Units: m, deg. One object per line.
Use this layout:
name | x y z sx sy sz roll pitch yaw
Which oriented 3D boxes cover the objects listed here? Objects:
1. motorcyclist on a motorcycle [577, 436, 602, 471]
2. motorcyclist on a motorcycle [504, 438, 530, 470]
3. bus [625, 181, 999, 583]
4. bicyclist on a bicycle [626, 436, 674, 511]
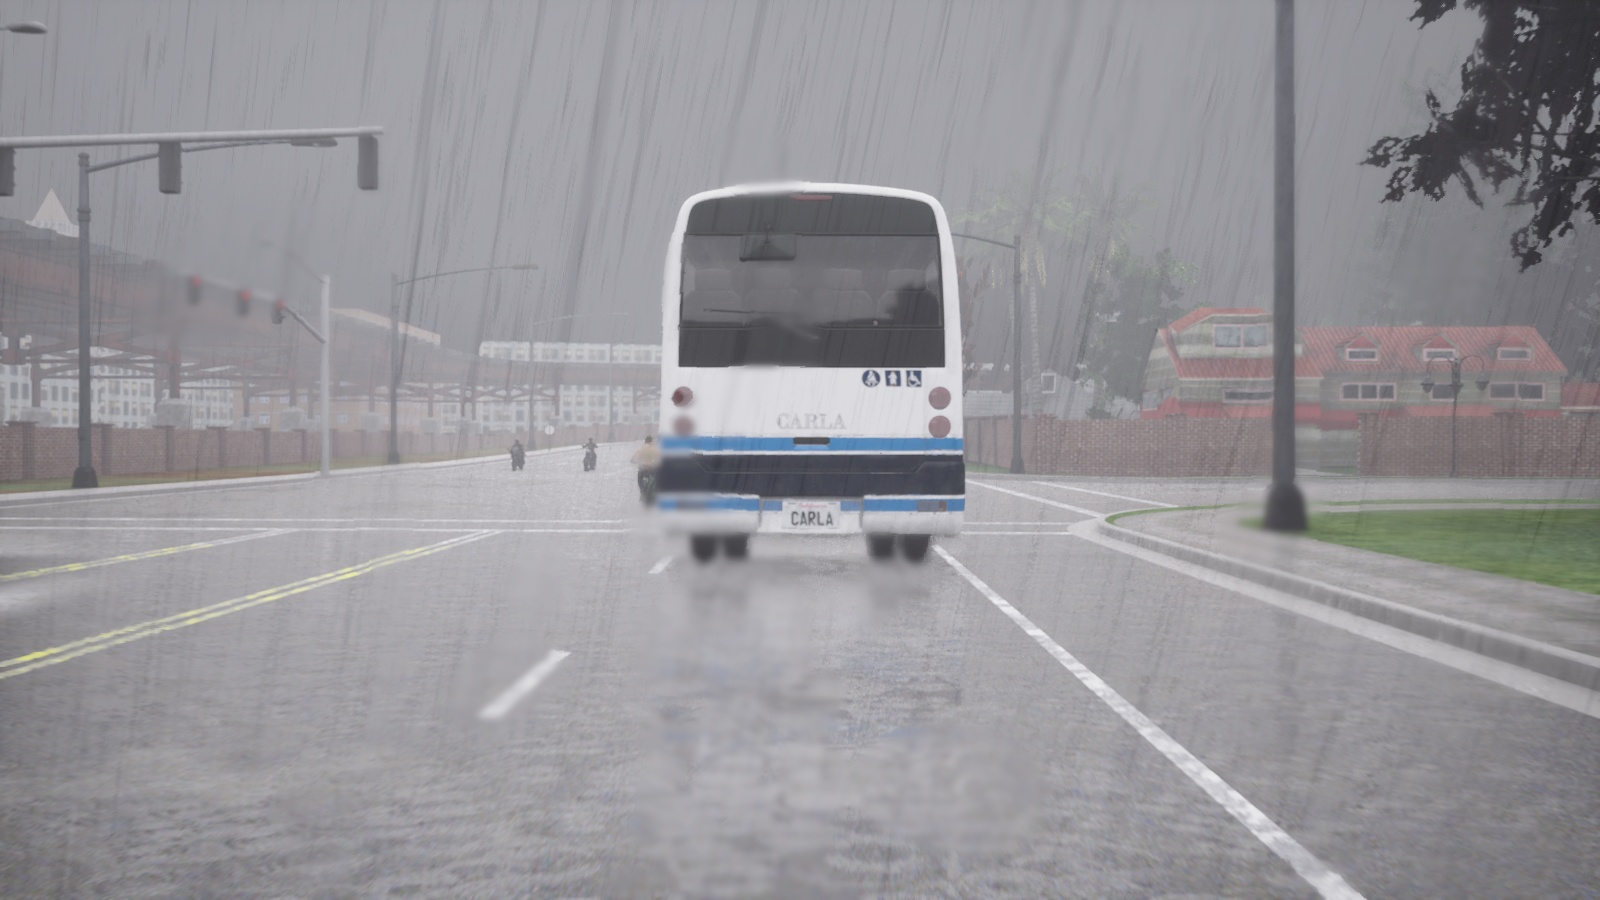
motorcyclist on a motorcycle | -10.108 0.156 60.338 0.766 1.649 2.350 0 1 0
motorcyclist on a motorcycle | -13.607 0.183 60.425 0.797 1.523 2.044 0 1 0
bus | 0.120 -0.753 18.470 3.944 4.253 10.273 0 0 0
bicyclist on a bicycle | -3.303 0.492 27.771 0.866 1.612 1.509 0 0 0
